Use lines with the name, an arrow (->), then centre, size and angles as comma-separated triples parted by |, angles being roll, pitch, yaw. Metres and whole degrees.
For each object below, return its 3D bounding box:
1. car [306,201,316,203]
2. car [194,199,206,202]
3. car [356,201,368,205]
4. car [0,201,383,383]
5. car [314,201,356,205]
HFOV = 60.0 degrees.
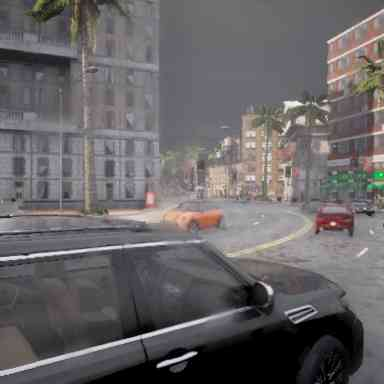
car -> 12.239, 1.543, 33.421 | 1.994, 1.385, 4.181 | 0, 0, 6
car -> 0.012, 1.335, 18.823 | 2.097, 1.767, 4.553 | 0, 0, 34
car -> 15.621, 1.529, 31.965 | 2.033, 1.411, 5.357 | 0, 0, 7
car -> -0.803, 1.221, 2.785 | 5.566, 2.045, 2.150 | 0, 0, -37
car -> 8.284, 1.465, 19.227 | 1.882, 1.535, 5.008 | 0, 0, 26
